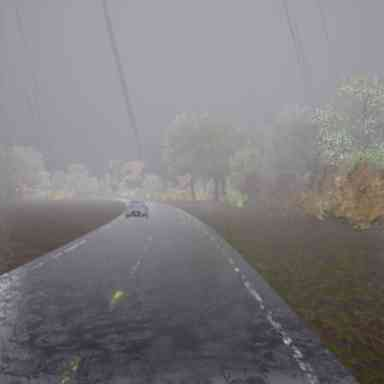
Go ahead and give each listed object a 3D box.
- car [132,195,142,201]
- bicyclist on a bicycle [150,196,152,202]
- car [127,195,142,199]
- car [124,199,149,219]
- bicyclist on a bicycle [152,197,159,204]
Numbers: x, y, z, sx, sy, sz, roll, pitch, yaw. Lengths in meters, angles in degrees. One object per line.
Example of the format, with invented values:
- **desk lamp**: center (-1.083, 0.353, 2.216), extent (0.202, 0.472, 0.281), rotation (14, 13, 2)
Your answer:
- **car**: center (-15.185, 1.624, 91.311), extent (1.895, 1.301, 4.718), rotation (0, 0, -20)
- **bicyclist on a bicycle**: center (-9.086, 1.498, 73.967), extent (0.582, 1.620, 1.656), rotation (0, 0, -15)
- **car**: center (-11.710, 1.585, 68.856), extent (2.033, 1.411, 5.357), rotation (0, 0, -14)
- **car**: center (-4.762, 1.595, 29.146), extent (1.994, 1.385, 4.181), rotation (0, 0, -6)
- **bicyclist on a bicycle**: center (-6.872, 1.481, 65.166), extent (0.866, 1.612, 1.509), rotation (0, 0, -13)
